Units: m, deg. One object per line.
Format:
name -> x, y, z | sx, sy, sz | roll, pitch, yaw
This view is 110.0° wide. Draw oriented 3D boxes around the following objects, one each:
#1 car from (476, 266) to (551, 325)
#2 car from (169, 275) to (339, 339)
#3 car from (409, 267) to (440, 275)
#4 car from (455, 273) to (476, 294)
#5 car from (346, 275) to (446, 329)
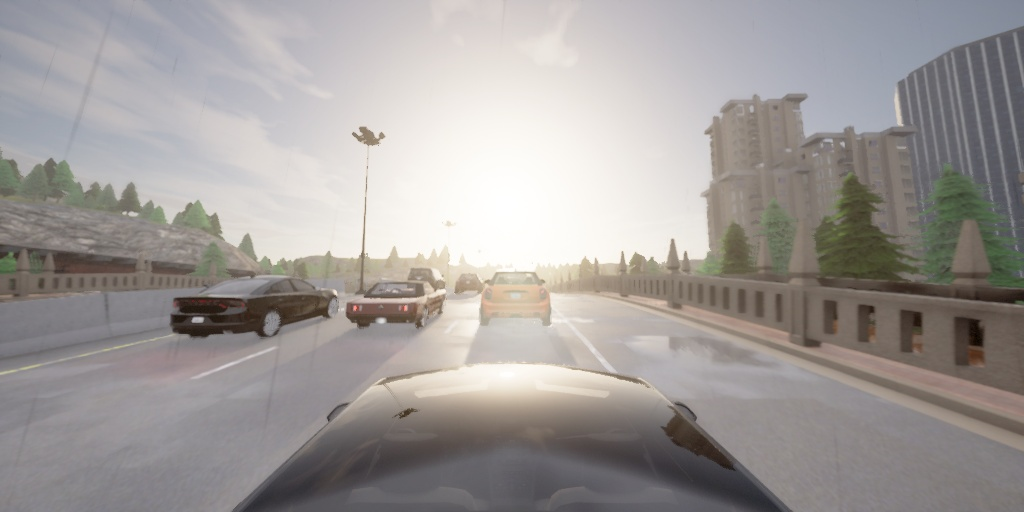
car -> 0.110, 1.212, 12.341 | 2.097, 1.767, 4.553 | 0, -1, 0
car -> -6.892, 1.296, 10.347 | 1.882, 1.535, 5.008 | 0, -1, 0
car -> -6.875, 2.049, 29.172 | 2.150, 2.045, 5.566 | 0, -5, 0
car -> -3.374, 2.225, 29.661 | 2.097, 1.767, 4.553 | 0, -5, 0
car -> -3.391, 1.442, 11.543 | 1.895, 1.301, 4.718 | 0, -1, 0
